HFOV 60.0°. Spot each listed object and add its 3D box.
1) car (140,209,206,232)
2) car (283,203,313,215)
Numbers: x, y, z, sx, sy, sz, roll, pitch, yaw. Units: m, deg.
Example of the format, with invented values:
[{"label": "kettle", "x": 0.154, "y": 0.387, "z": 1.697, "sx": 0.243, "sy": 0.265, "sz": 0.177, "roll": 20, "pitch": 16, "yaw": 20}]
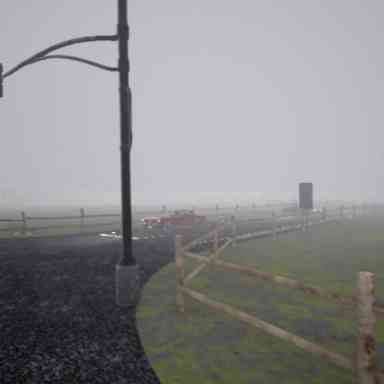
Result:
[{"label": "car", "x": -1.191, "y": 1.851, "z": 22.232, "sx": 1.895, "sy": 1.301, "sz": 4.718, "roll": -1, "pitch": -1, "yaw": 40}, {"label": "car", "x": 12.169, "y": 1.942, "z": 38.231, "sx": 1.895, "sy": 1.301, "sz": 4.718, "roll": -1, "pitch": -1, "yaw": 40}]
